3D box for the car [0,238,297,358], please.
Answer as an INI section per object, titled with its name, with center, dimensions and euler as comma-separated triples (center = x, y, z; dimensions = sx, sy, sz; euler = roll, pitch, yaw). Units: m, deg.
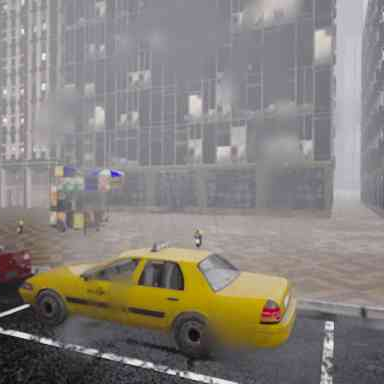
[car]
center = -0.767, 1.525, 5.689
dimensions = 4.829, 1.417, 1.752
euler = 0, 0, 23
